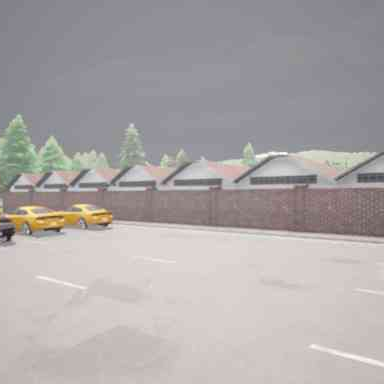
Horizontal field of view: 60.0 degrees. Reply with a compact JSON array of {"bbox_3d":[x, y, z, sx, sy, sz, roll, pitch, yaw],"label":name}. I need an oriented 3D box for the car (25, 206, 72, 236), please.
[{"bbox_3d":[-9.445,1.588,19.277,5.008,1.535,1.882,0,0,35],"label":"car"}]

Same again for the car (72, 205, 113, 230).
[{"bbox_3d":[-7.430,1.588,22.139,5.008,1.535,1.882,0,0,35],"label":"car"}]

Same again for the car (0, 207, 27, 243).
[{"bbox_3d":[-10.161,1.592,15.501,4.902,1.511,2.128,0,0,35],"label":"car"}]
